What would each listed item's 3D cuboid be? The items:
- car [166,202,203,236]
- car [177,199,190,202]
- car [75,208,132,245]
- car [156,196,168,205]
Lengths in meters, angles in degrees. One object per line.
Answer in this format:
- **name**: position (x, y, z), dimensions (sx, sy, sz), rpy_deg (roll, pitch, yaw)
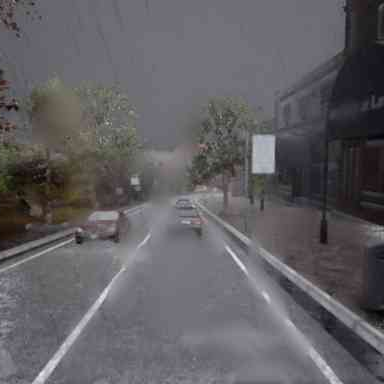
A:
- **car**: position (-0.392, 1.532, 18.332), dimensions (2.033, 1.411, 5.357), rpy_deg (0, 0, -2)
- **car**: position (-0.970, 1.520, 37.887), dimensions (2.033, 1.411, 5.357), rpy_deg (0, 0, -2)
- **car**: position (-4.015, 1.530, 15.732), dimensions (1.812, 1.442, 4.674), rpy_deg (0, 0, -2)
- **car**: position (-5.213, 1.455, 58.146), dimensions (1.882, 1.535, 5.008), rpy_deg (0, 0, -1)
